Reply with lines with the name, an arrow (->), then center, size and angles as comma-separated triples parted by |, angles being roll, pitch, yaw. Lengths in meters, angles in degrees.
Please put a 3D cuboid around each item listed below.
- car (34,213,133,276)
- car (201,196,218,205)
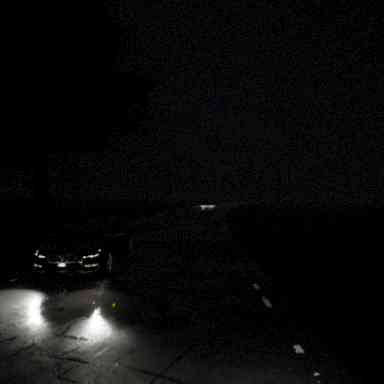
car -> -3.047, 1.458, 10.275 | 1.837, 1.490, 4.892 | 0, 0, 1
car -> 2.863, 1.384, 53.080 | 2.033, 1.411, 5.357 | -1, 0, 17
